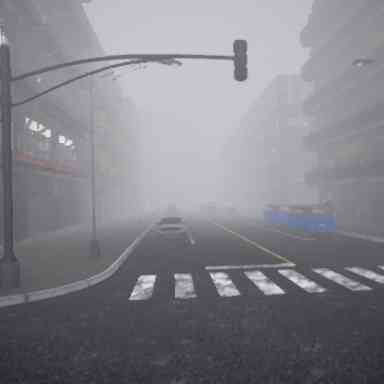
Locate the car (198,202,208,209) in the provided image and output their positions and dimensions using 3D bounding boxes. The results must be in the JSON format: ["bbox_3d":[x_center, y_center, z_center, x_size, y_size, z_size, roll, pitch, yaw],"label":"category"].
[{"bbox_3d":[3.039,3.626,92.978,2.192,1.841,5.009,-2,-1,-3],"label":"car"}]

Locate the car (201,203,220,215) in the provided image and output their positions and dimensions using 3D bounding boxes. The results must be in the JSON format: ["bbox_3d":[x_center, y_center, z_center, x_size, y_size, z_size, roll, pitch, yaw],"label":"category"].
[{"bbox_3d":[2.828,2.754,50.601,1.812,1.442,4.674,-1,-1,-3],"label":"car"}]

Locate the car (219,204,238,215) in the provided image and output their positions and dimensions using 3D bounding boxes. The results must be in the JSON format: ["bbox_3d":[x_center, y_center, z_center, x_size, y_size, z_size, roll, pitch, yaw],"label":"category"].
[{"bbox_3d":[5.552,2.676,48.242,1.802,1.307,4.206,-2,-1,-3],"label":"car"}]

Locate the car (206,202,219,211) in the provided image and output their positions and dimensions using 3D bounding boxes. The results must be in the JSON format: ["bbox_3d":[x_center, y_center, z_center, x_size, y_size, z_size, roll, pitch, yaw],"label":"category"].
[{"bbox_3d":[4.290,3.017,70.613,2.192,1.841,5.009,-2,-1,-3],"label":"car"}]

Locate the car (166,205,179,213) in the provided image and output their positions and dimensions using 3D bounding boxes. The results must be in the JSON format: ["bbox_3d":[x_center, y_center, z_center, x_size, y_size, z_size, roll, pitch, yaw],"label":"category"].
[{"bbox_3d":[-2.781,2.892,47.799,1.802,1.307,4.206,-2,-1,-3],"label":"car"}]

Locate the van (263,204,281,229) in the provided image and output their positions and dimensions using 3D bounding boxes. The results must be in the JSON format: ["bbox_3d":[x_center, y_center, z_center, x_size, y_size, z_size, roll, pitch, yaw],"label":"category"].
[{"bbox_3d":[6.793,1.828,25.882,1.690,1.788,3.998,-2,-1,-3],"label":"van"}]

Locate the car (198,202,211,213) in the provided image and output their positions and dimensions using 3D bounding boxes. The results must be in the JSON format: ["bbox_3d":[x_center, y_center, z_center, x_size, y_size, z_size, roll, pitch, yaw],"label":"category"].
[{"bbox_3d":[2.270,2.856,60.732,2.097,1.767,4.553,-1,-1,-5],"label":"car"}]

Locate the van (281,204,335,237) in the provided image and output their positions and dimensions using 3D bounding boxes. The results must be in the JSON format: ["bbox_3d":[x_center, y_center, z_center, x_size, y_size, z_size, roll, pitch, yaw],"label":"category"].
[{"bbox_3d":[7.106,1.676,20.290,1.690,1.788,3.998,-2,-1,-3],"label":"van"}]

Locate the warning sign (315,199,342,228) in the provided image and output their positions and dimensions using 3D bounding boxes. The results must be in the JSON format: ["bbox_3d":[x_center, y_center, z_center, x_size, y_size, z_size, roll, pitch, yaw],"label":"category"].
[{"bbox_3d":[9.361,1.455,22.865,1.300,1.860,1.060,-1,-1,-3],"label":"warning sign"}]

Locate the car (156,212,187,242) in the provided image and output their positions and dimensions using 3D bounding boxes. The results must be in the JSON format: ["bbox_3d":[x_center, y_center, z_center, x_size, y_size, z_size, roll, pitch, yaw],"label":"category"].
[{"bbox_3d":[-1.217,2.134,19.841,1.802,1.307,4.206,-2,-1,-3],"label":"car"}]

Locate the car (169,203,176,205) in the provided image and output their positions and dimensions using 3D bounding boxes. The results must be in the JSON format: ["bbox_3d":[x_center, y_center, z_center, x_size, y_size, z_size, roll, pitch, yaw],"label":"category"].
[{"bbox_3d":[-3.099,2.902,53.393,1.967,1.590,4.097,-2,-1,-3],"label":"car"}]

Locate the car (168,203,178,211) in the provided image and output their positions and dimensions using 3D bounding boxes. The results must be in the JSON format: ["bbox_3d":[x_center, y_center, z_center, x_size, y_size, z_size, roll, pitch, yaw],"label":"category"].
[{"bbox_3d":[-4.378,3.386,75.760,2.192,1.841,5.009,-2,-1,-3],"label":"car"}]

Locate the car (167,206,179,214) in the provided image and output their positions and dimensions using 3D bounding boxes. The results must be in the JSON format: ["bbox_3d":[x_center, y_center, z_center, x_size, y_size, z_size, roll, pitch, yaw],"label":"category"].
[{"bbox_3d":[-3.408,3.165,58.981,2.008,1.369,4.403,-2,-1,-3],"label":"car"}]

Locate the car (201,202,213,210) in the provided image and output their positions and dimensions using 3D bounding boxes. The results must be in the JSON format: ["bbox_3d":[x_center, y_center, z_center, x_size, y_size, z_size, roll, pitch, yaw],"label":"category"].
[{"bbox_3d":[3.664,3.321,81.796,2.192,1.841,5.009,-2,-1,-3],"label":"car"}]

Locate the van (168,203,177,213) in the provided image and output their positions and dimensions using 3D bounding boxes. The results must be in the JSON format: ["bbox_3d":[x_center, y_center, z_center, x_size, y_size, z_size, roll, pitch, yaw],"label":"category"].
[{"bbox_3d":[-3.729,3.107,64.578,1.690,1.788,3.998,-2,-1,-3],"label":"van"}]
